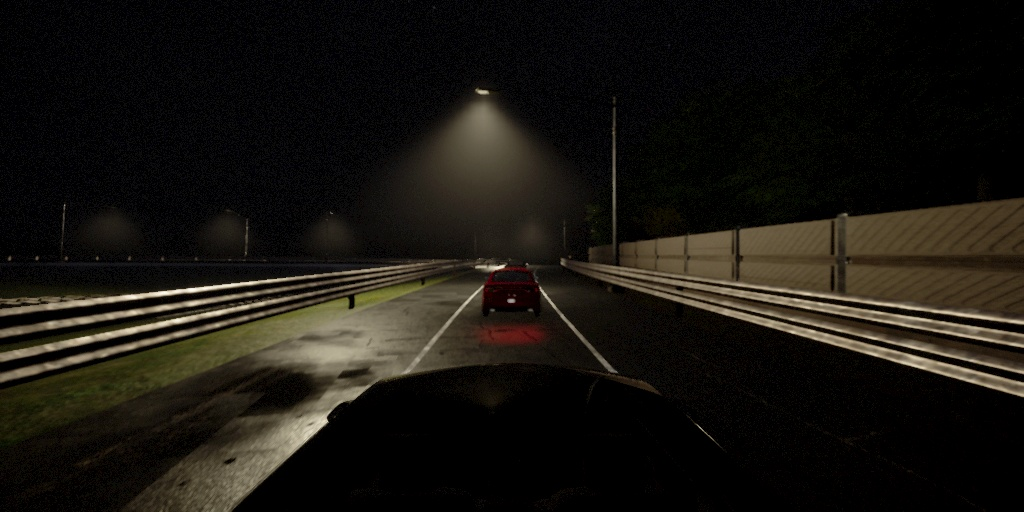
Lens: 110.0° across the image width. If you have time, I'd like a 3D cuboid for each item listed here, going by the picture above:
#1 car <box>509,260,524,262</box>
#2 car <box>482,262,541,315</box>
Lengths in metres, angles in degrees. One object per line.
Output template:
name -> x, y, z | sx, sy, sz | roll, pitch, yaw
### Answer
car -> 0.416, 1.068, 31.666 | 1.882, 1.535, 5.008 | 0, 0, 3
car -> -0.014, 1.169, 13.214 | 1.882, 1.535, 5.008 | 0, 1, 0
